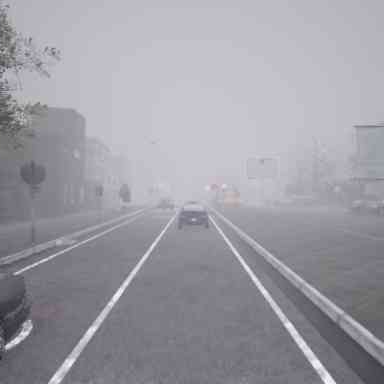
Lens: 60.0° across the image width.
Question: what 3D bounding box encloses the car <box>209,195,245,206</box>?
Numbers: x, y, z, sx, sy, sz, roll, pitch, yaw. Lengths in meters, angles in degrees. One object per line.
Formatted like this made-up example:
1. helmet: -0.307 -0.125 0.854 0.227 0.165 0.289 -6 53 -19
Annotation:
1. car: 6.114 1.605 56.000 5.366 1.575 1.946 0 -1 0

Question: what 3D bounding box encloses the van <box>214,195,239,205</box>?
1. van: 6.370 1.498 61.961 4.442 1.987 1.878 0 -1 0

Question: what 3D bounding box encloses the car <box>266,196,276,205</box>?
1. car: 18.458 1.583 66.623 5.566 2.045 2.435 0 -2 -1

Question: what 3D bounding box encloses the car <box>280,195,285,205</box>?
1. car: 18.736 1.646 58.242 5.366 1.575 1.946 0 -1 0

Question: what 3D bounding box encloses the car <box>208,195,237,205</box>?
1. car: 6.228 1.624 68.151 5.566 2.045 2.435 0 -1 -1

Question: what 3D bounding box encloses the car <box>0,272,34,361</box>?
1. car: -3.349 1.549 2.766 2.033 1.411 5.357 0 0 0

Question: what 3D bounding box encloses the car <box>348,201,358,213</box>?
1. car: 18.700 1.496 34.654 4.674 1.452 2.002 0 0 0

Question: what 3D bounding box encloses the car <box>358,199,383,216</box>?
1. car: 18.769 1.329 31.484 4.553 1.767 2.185 0 0 0

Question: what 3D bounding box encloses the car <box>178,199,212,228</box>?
1. car: 0.097 1.486 22.268 1.882 1.535 5.008 0 0 0

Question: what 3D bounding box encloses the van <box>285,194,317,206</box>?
1. van: 18.455 1.375 55.450 4.442 1.987 1.878 0 -1 0

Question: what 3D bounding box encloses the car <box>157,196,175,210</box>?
1. car: -3.327 1.362 42.891 2.097 1.767 4.553 0 0 0

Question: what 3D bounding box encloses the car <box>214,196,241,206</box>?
1. car: 6.308 1.533 58.921 4.553 1.767 2.185 0 -1 0

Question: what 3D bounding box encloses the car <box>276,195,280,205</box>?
1. car: 18.716 1.698 60.903 5.366 1.575 1.946 0 -1 0
